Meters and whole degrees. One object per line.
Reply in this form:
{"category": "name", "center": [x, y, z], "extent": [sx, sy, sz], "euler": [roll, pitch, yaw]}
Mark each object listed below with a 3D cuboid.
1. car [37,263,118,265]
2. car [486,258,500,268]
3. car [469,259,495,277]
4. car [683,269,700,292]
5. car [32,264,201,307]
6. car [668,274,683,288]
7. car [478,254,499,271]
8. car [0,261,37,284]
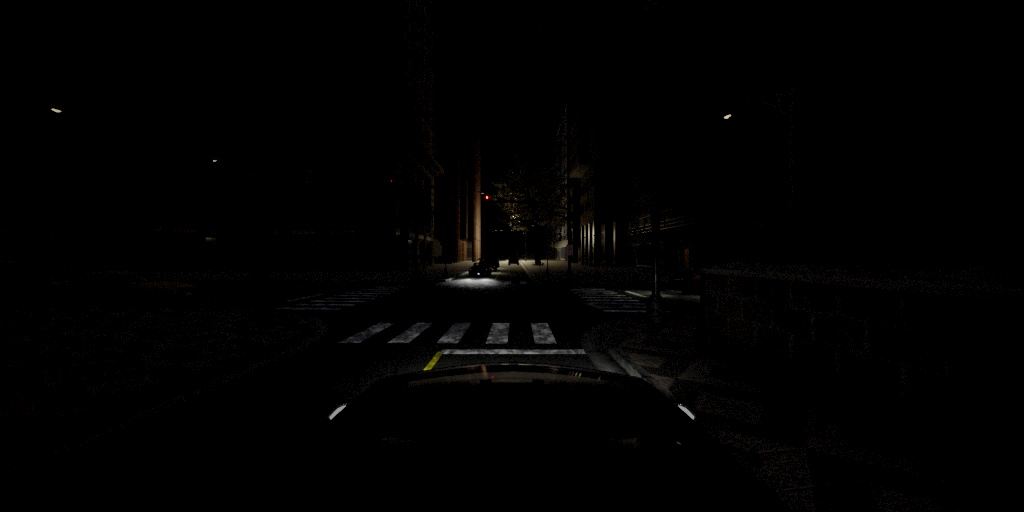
{"category": "car", "center": [-26.245, 1.065, 22.494], "extent": [4.313, 1.339, 1.948], "euler": [0, 0, 1]}
{"category": "car", "center": [-2.914, 1.051, 55.431], "extent": [1.812, 1.442, 4.674], "euler": [0, 1, 0]}
{"category": "car", "center": [-2.997, 1.275, 34.437], "extent": [1.895, 1.301, 4.718], "euler": [0, 0, 0]}
{"category": "car", "center": [12.419, 1.311, 19.481], "extent": [5.008, 1.535, 1.882], "euler": [0, 0, 1]}
{"category": "car", "center": [-14.902, 1.146, 13.866], "extent": [4.829, 1.417, 1.751], "euler": [0, 0, 1]}
{"category": "car", "center": [11.988, 1.381, 22.148], "extent": [4.403, 1.370, 2.007], "euler": [0, 0, 1]}
{"category": "car", "center": [-2.966, 0.825, 45.105], "extent": [2.150, 2.045, 5.566], "euler": [0, 0, -1]}
{"category": "car", "center": [-31.863, 0.974, 22.545], "extent": [4.507, 1.381, 1.888], "euler": [0, 0, 1]}
